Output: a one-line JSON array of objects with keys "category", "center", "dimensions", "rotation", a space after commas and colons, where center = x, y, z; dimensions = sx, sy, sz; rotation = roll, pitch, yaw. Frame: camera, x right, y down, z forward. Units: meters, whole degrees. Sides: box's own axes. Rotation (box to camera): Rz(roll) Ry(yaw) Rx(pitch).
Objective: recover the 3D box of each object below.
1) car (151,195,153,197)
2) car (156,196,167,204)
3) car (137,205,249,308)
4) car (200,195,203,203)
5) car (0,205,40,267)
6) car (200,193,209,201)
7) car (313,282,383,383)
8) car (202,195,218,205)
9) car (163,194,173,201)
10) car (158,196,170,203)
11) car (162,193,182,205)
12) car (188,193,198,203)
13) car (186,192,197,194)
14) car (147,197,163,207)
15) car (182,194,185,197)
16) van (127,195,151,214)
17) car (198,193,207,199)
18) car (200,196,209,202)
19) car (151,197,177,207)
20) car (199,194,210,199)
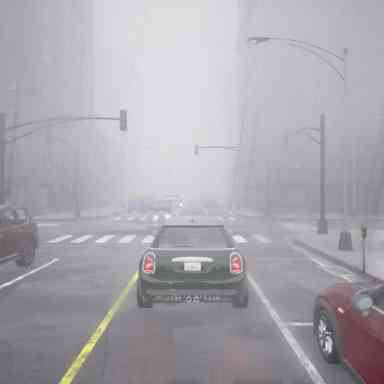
[{"category": "car", "center": [-5.799, 1.309, 41.202], "dimensions": [2.192, 1.841, 5.009], "rotation": [0, 0, 0]}, {"category": "car", "center": [-5.767, 1.514, 63.415], "dimensions": [1.752, 1.417, 4.829], "rotation": [0, 0, 0]}, {"category": "car", "center": [0.021, 1.352, 8.076], "dimensions": [2.097, 1.767, 4.553], "rotation": [0, 0, 0]}, {"category": "car", "center": [2.743, 1.543, 52.404], "dimensions": [2.008, 1.369, 4.403], "rotation": [0, 0, 0]}, {"category": "car", "center": [-5.846, 1.314, 8.658], "dimensions": [2.192, 1.841, 5.009], "rotation": [0, 0, 0]}, {"category": "car", "center": [3.125, 1.208, 86.603], "dimensions": [2.150, 2.045, 5.566], "rotation": [0, 0, 0]}, {"category": "car", "center": [2.672, 1.440, 3.148], "dimensions": [1.967, 1.590, 4.097], "rotation": [0, 0, 0]}, {"category": "car", "center": [2.735, 1.519, 46.979], "dimensions": [1.752, 1.417, 4.829], "rotation": [0, 0, 0]}, {"category": "car", "center": [-5.742, 1.300, 80.372], "dimensions": [2.192, 1.841, 5.009], "rotation": [0, 0, 0]}, {"category": "car", "center": [-5.758, 1.538, 69.181], "dimensions": [2.008, 1.369, 4.403], "rotation": [0, 0, 0]}, {"category": "car", "center": [-3.021, 1.216, 49.400], "dimensions": [2.150, 2.045, 5.566], "rotation": [0, 0, 1]}, {"category": "car", "center": [0.150, 1.514, 66.629], "dimensions": [1.812, 1.442, 4.674], "rotation": [0, 0, 0]}, {"category": "car", "center": [0.110, 1.360, 76.595], "dimensions": [1.812, 1.442, 4.674], "rotation": [0, 0, 0]}, {"category": "car", "center": [-5.783, 1.536, 52.394], "dimensions": [1.887, 1.381, 4.507], "rotation": [0, 0, 0]}, {"category": "car", "center": [-2.917, 1.589, 66.799], "dimensions": [1.895, 1.301, 4.718], "rotation": [0, 0, 0]}, {"category": "van", "center": [-5.807, 1.336, 35.606], "dimensions": [1.690, 1.788, 3.998], "rotation": [0, 0, 0]}, {"category": "car", "center": [2.759, 1.304, 63.592], "dimensions": [2.192, 1.841, 5.009], "rotation": [0, 0, 0]}, {"category": "car", "center": [2.776, 1.568, 74.781], "dimensions": [1.802, 1.307, 4.206], "rotation": [0, 0, 0]}, {"category": "car", "center": [-3.050, 1.543, 36.060], "dimensions": [2.033, 1.411, 5.357], "rotation": [0, 0, 0]}, {"category": "car", "center": [2.751, 1.556, 57.998], "dimensions": [1.947, 1.339, 4.313], "rotation": [0, 0, 0]}]
